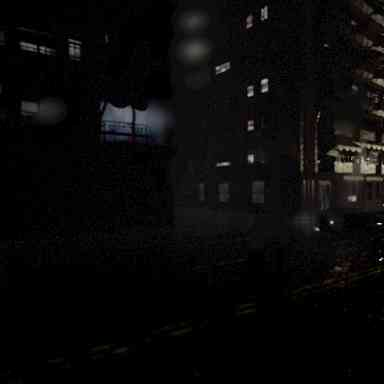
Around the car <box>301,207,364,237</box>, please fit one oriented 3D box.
[{"bbox_3d":[7.885,1.499,17.604,4.718,1.301,1.895,0,0,-37],"label":"car"}]

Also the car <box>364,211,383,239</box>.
[{"bbox_3d":[10.326,1.383,15.382,4.902,1.511,2.128,0,0,-37],"label":"car"}]
